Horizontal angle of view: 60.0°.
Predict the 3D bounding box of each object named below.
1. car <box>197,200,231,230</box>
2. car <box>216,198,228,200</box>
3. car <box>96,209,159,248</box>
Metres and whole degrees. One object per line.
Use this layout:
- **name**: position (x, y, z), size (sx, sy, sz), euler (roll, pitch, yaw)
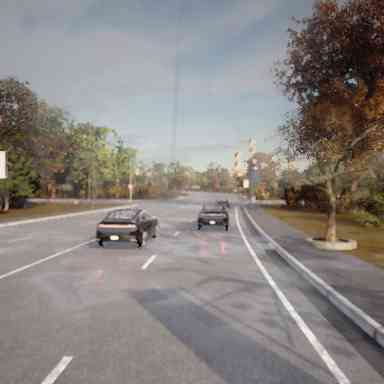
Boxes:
- **car**: position (1.391, 1.488, 21.054), size (2.128, 1.511, 4.902), euler (0, 0, 6)
- **car**: position (3.503, 1.436, 38.964), size (1.837, 1.490, 4.892), euler (0, 0, 7)
- **car**: position (-2.680, 1.482, 14.676), size (2.128, 1.511, 4.902), euler (0, 0, 4)
